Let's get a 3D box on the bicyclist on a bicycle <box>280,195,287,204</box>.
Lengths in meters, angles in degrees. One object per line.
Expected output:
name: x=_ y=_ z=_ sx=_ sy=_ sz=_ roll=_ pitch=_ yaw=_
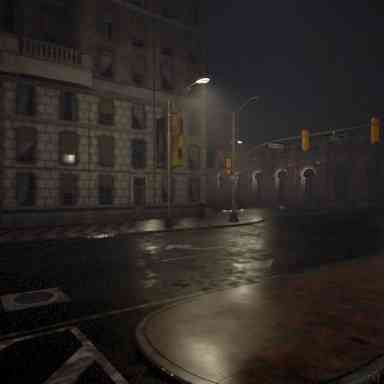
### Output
bicyclist on a bicycle: x=15.552 y=1.300 z=56.504 sx=1.656 sy=1.620 sz=0.582 roll=0 pitch=0 yaw=-36

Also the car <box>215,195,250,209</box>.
car: x=5.729 y=1.505 z=45.396 sx=1.837 sy=1.490 sz=4.892 roll=0 pitch=0 yaw=-36

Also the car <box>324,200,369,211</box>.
car: x=18.536 y=1.601 z=40.109 sx=4.718 sy=1.301 sz=1.895 roll=0 pitch=0 yaw=45

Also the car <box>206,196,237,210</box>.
car: x=2.929 y=1.547 z=43.285 sx=2.033 sy=1.411 sz=5.357 roll=0 pitch=0 yaw=-36
